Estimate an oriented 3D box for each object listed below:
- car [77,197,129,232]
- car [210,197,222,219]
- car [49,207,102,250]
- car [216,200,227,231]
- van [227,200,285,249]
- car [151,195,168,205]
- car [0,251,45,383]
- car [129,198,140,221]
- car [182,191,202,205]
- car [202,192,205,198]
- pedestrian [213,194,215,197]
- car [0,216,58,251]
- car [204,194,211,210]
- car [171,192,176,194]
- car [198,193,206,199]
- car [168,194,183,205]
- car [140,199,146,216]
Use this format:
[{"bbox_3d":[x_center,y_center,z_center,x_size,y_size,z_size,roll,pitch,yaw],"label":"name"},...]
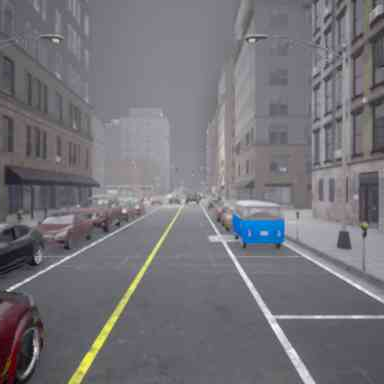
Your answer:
[{"bbox_3d":[-5.385,1.222,19.399,2.192,1.841,5.009,0,0,0],"label":"car"},{"bbox_3d":[2.641,1.322,24.808,1.967,1.590,4.097,0,0,0],"label":"car"},{"bbox_3d":[-5.386,1.515,13.991,1.802,1.307,4.206,0,0,0],"label":"car"},{"bbox_3d":[2.640,1.432,19.569,1.752,1.417,4.829,0,0,0],"label":"car"},{"bbox_3d":[2.640,1.274,13.988,1.690,1.788,3.998,0,0,0],"label":"van"},{"bbox_3d":[-5.382,1.307,51.855,2.008,1.369,4.403,0,0,0],"label":"car"},{"bbox_3d":[-2.850,1.551,2.503,1.994,1.385,4.181,0,0,0],"label":"car"},{"bbox_3d":[-5.384,1.322,24.809,1.967,1.590,4.097,0,0,0],"label":"car"},{"bbox_3d":[0.072,0.965,54.586,2.150,2.045,5.566,0,0,2],"label":"car"},{"bbox_3d":[0.389,1.076,69.632,1.837,1.490,4.892,0,0,-28],"label":"car"},{"bbox_3d":[2.755,1.092,42.676,0.375,1.860,0.375,0,0,-8],"label":"pedestrian"},{"bbox_3d":[-5.386,1.524,8.581,1.947,1.339,4.313,0,0,0],"label":"car"},{"bbox_3d":[2.754,1.318,39.730,1.837,1.490,4.892,0,0,0],"label":"car"},{"bbox_3d":[-5.379,1.159,78.531,1.752,1.417,4.829,0,0,0],"label":"car"},{"bbox_3d":[2.647,1.022,90.023,1.967,1.590,4.097,0,0,0],"label":"car"},{"bbox_3d":[-2.763,1.350,53.409,1.895,1.301,4.718,0,0,0],"label":"car"},{"bbox_3d":[-5.384,1.296,30.218,1.967,1.590,4.097,0,0,0],"label":"car"}]
